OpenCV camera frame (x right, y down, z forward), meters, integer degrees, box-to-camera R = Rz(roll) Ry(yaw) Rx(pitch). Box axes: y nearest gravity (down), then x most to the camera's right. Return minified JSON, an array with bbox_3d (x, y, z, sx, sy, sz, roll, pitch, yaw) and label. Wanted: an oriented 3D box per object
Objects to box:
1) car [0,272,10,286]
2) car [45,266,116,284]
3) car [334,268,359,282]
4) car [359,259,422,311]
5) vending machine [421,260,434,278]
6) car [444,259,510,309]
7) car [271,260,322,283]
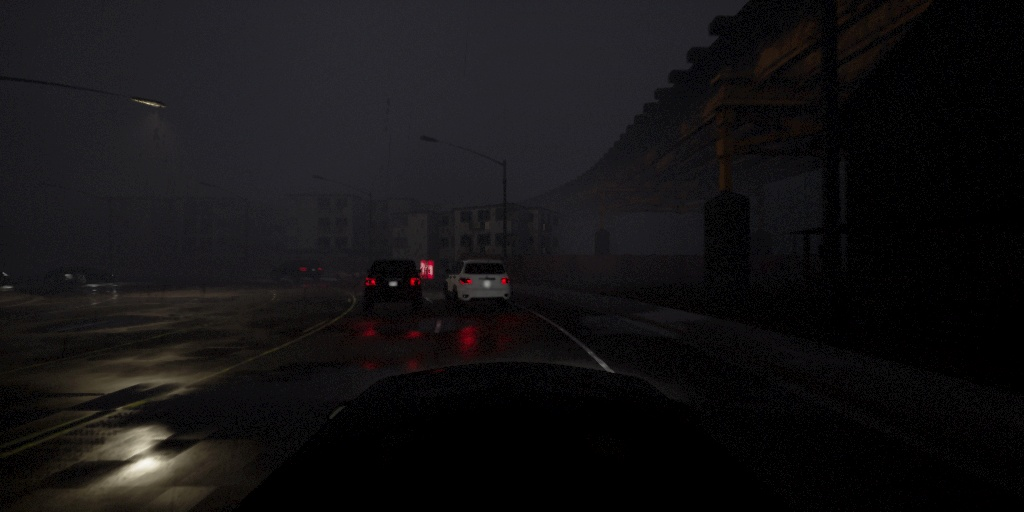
[{"bbox_3d":[-41.673,1.425,27.438,4.553,1.767,2.097,0,-1,2],"label":"car"},{"bbox_3d":[-36.939,1.623,30.709,4.892,1.490,1.837,-1,-1,4],"label":"car"},{"bbox_3d":[-15.194,1.769,34.664,4.718,1.301,1.895,-1,-1,36],"label":"car"},{"bbox_3d":[-5.172,1.149,15.709,2.150,2.045,5.566,1,-1,-18],"label":"car"},{"bbox_3d":[-8.708,1.394,37.058,0.880,2.100,1.100,0,0,41],"label":"vending machine"},{"bbox_3d":[-1.719,1.156,16.270,2.150,2.045,5.566,1,-1,-17],"label":"car"},{"bbox_3d":[-20.288,1.377,33.789,5.566,2.045,2.150,-1,-1,30],"label":"car"}]
